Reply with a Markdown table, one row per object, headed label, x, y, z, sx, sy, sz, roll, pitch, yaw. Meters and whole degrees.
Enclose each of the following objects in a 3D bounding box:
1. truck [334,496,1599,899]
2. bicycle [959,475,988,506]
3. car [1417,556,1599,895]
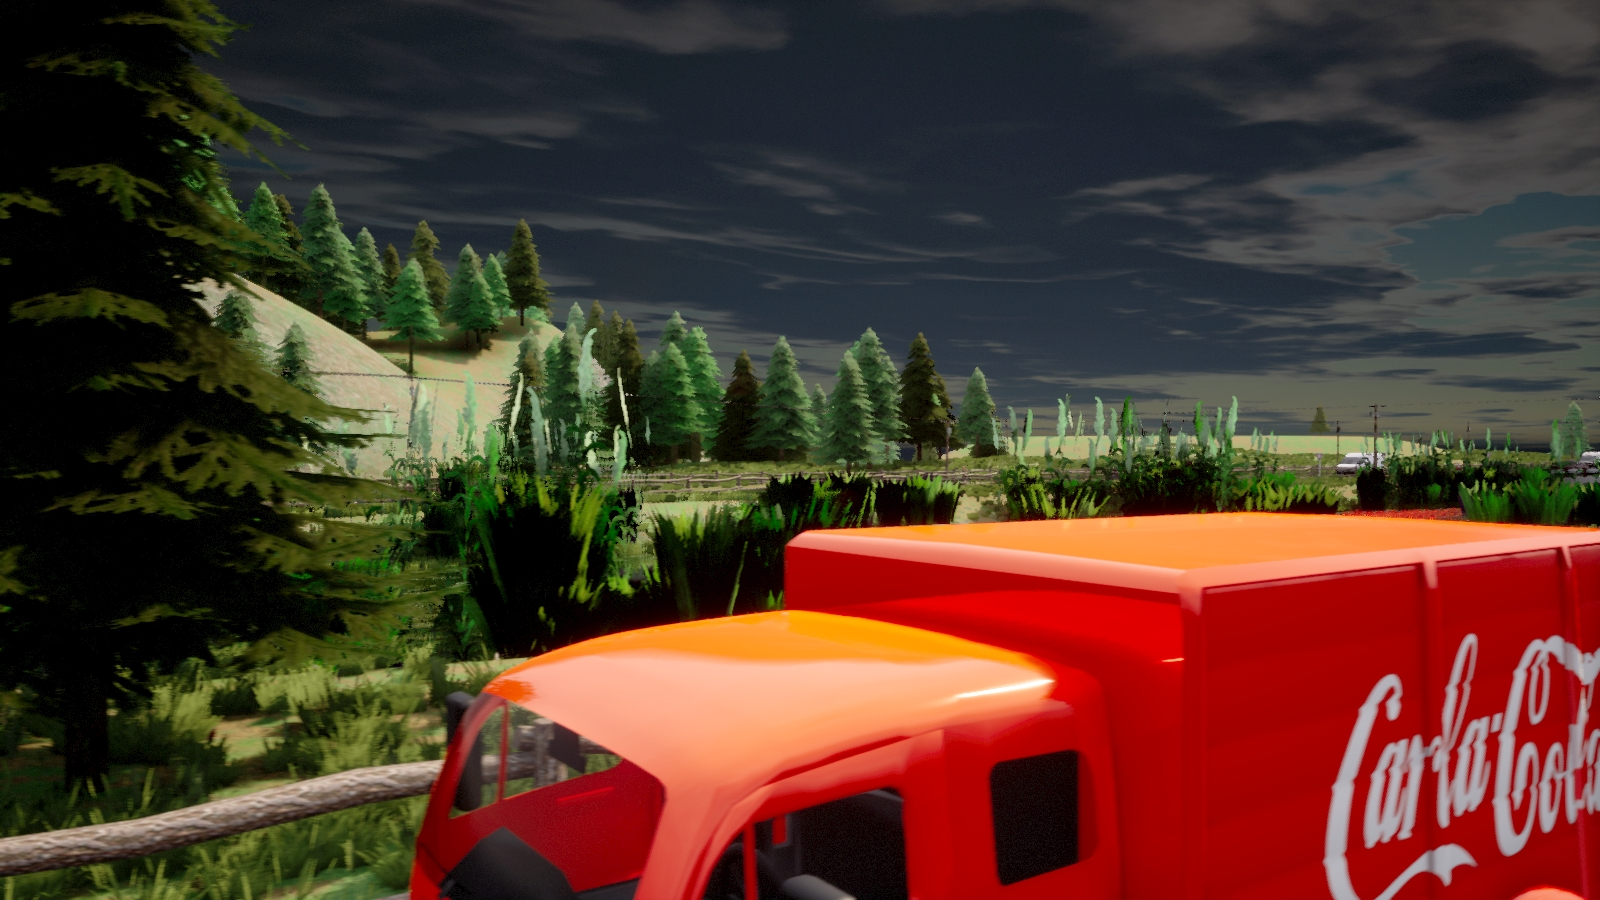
| label | x | y | z | sx | sy | sz | roll | pitch | yaw |
| --- | --- | --- | --- | --- | --- | --- | --- | --- | --- |
| truck | 1.174 | 1.530 | 4.614 | 5.204 | 2.467 | 2.627 | 0 | 0 | -35 |
| bicycle | 8.651 | 2.026 | 56.972 | 1.643 | 1.496 | 0.373 | 0 | 0 | -39 |
| car | 6.754 | 1.827 | 8.503 | 4.605 | 1.855 | 1.932 | 0 | 0 | -35 |
